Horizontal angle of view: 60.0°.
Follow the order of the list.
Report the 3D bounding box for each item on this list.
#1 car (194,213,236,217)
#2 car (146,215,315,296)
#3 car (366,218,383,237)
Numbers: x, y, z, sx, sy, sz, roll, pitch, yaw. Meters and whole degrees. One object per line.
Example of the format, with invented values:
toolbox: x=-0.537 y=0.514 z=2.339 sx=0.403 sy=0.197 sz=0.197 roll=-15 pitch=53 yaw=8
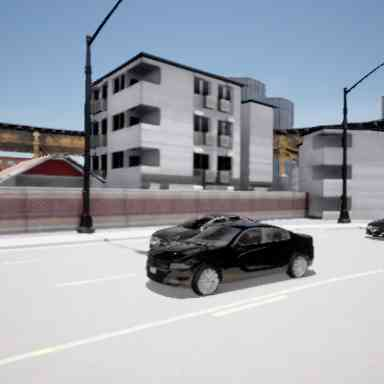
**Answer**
car: x=0.745 y=1.600 z=12.830 sx=4.892 sy=1.490 sz=1.837 roll=1 pitch=0 yaw=-32
car: x=1.196 y=1.551 z=8.964 sx=5.008 sy=1.535 sz=1.882 roll=1 pitch=-1 yaw=-33
car: x=11.701 y=1.740 z=17.771 sx=4.892 sy=1.490 sz=1.837 roll=-1 pitch=0 yaw=-14
